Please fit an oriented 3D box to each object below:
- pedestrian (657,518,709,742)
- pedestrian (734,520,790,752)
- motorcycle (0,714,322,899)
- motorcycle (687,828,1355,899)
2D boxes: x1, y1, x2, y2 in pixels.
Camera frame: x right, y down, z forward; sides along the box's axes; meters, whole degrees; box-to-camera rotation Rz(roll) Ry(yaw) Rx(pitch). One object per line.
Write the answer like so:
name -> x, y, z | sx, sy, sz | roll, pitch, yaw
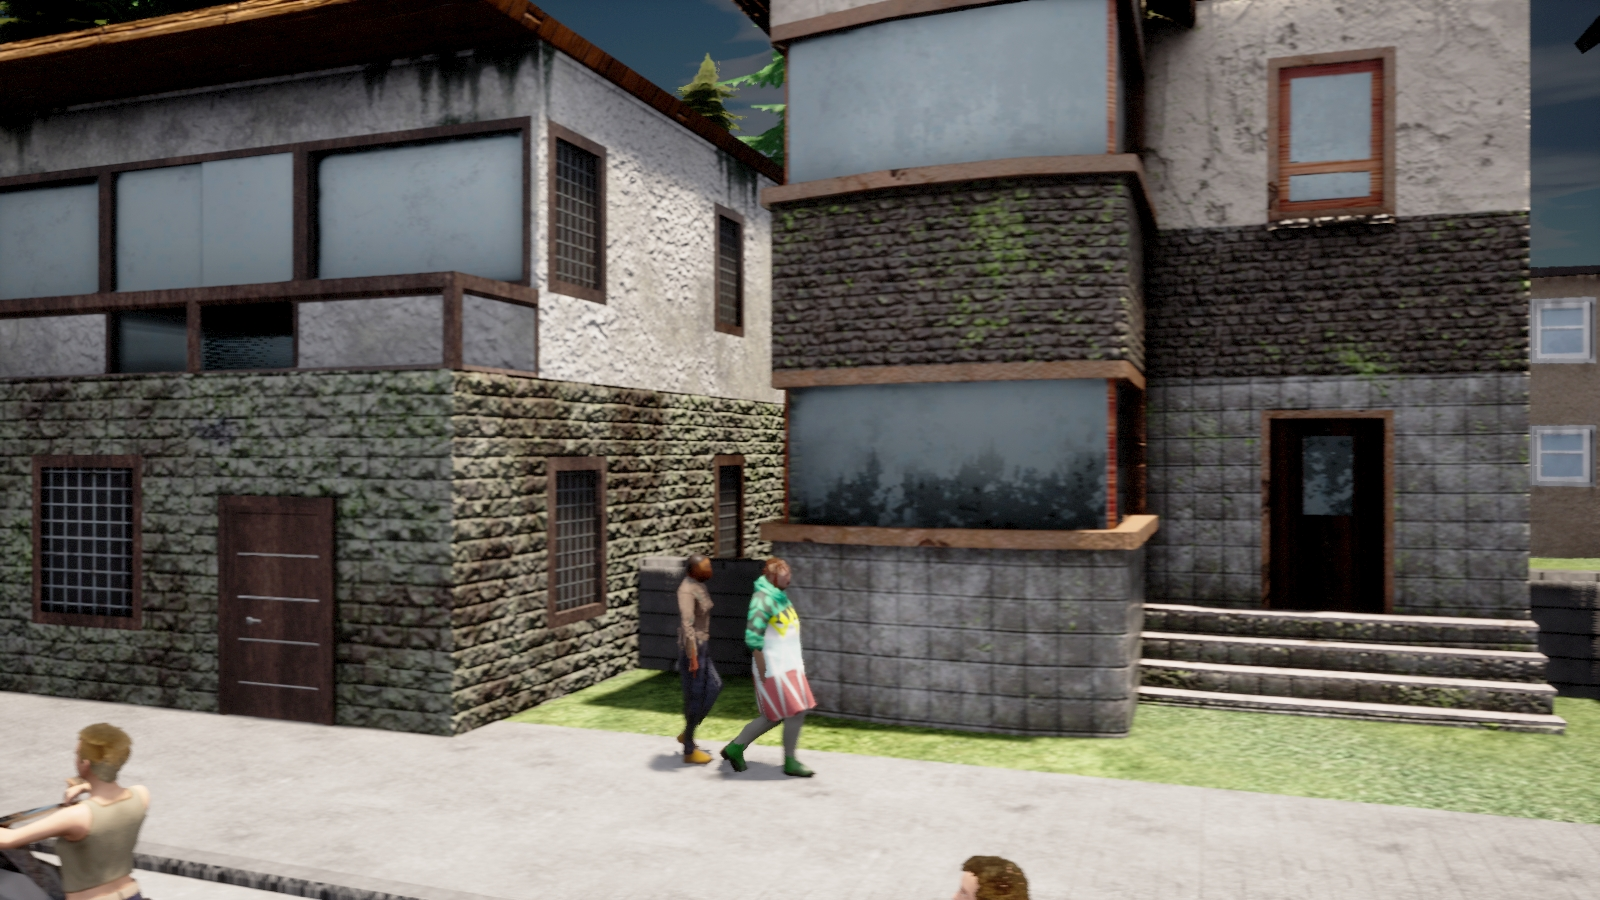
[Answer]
pedestrian -> -1.002, 1.525, 9.800 | 0.375, 1.860, 0.375 | 0, 0, 6
pedestrian -> -0.314, 1.524, 9.527 | 0.375, 1.860, 0.375 | 0, 0, 14
motorcycle -> -3.332, 1.950, 5.048 | 2.356, 1.277, 0.764 | 0, 0, 20
motorcycle -> 0.710, 1.993, 3.560 | 2.033, 1.145, 0.803 | 0, 0, 20
